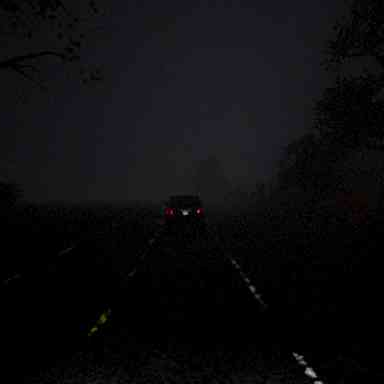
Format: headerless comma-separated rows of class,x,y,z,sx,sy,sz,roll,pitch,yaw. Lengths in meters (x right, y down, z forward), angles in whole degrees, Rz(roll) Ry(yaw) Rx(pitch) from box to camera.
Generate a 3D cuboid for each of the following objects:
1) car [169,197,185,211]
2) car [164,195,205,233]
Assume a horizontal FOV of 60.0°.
car,-1.898,1.398,40.800,1.837,1.490,4.892,0,0,-5
car,-0.459,1.170,19.655,2.150,2.045,5.566,0,0,-3
